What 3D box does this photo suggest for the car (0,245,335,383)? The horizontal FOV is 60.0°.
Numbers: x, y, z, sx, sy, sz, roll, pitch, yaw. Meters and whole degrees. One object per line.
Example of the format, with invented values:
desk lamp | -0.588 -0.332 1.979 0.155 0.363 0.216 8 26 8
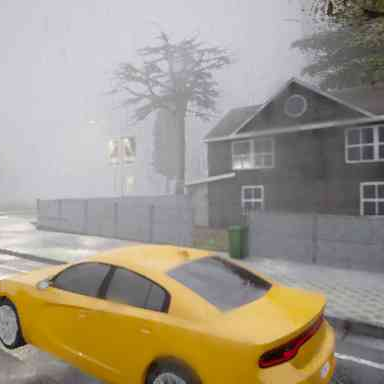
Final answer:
car | -0.777 1.479 4.545 5.008 1.535 1.882 0 0 36
